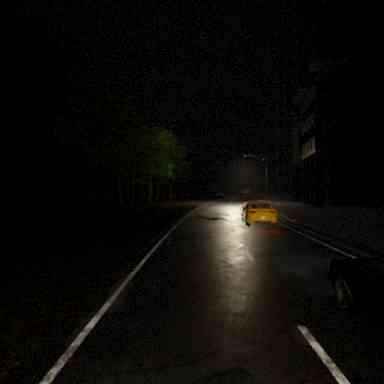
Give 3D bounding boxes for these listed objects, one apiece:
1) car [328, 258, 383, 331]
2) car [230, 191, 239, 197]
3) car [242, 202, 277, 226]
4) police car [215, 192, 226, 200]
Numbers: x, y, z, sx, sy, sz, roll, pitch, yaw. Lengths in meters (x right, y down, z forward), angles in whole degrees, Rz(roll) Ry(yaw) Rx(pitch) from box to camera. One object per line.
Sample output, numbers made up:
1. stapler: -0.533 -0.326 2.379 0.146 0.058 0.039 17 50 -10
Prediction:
1. car: 3.681 1.588 4.731 1.895 1.301 4.718 0 0 1
2. car: 10.974 0.522 85.091 1.837 1.490 4.892 0 1 15
3. car: 4.487 1.395 22.690 1.882 1.535 5.008 0 0 4
4. police car: 5.841 0.848 67.939 1.930 1.638 5.238 0 1 12
